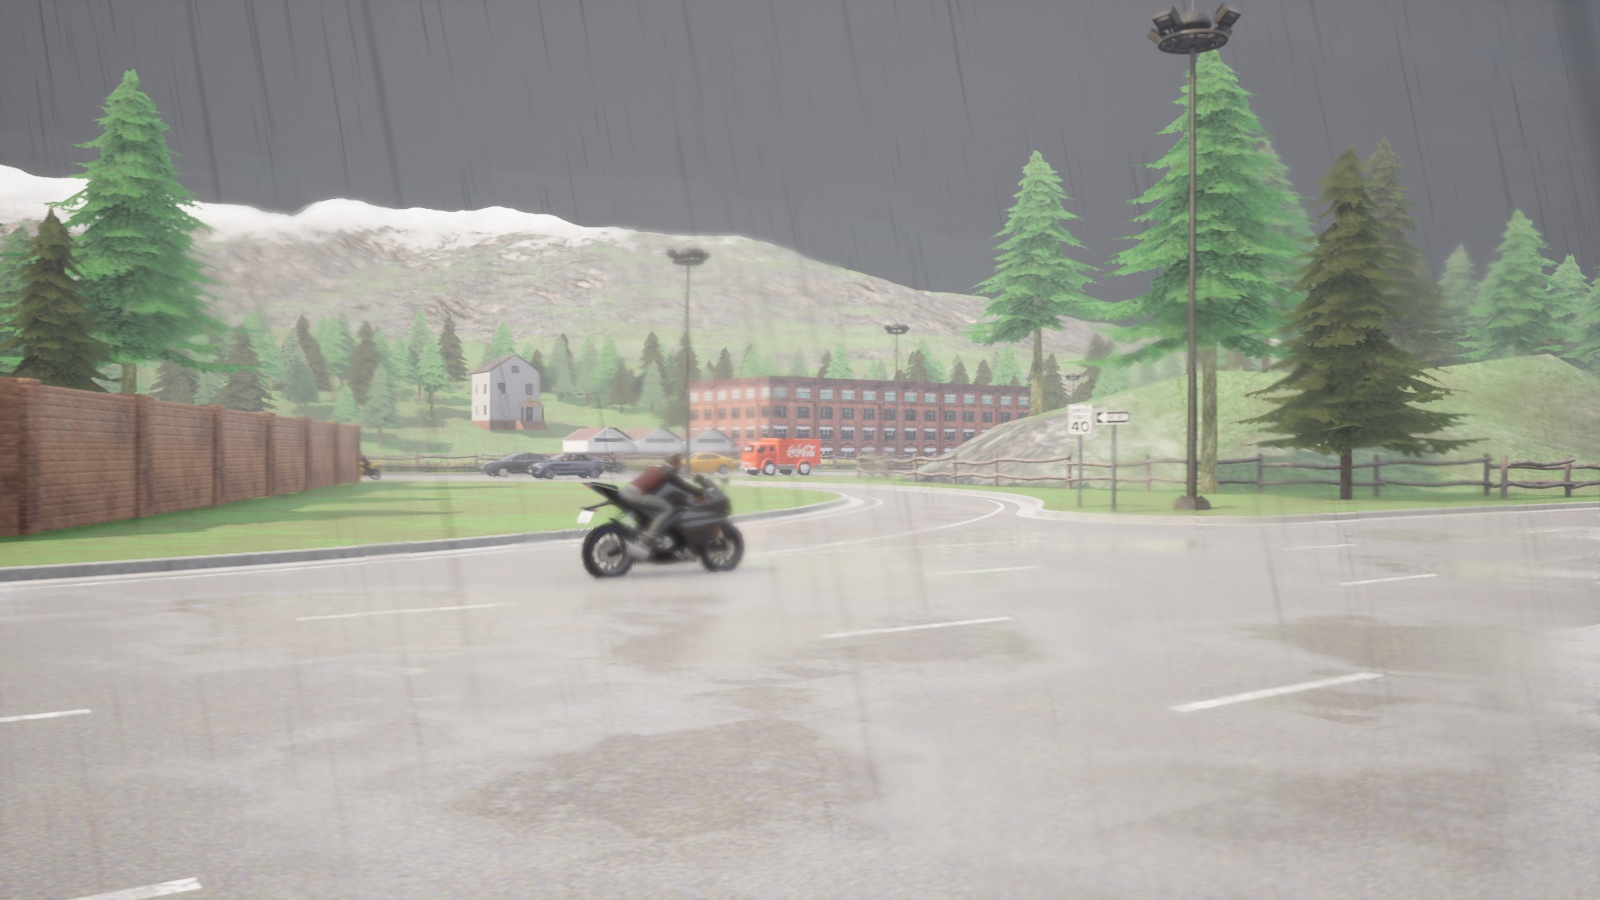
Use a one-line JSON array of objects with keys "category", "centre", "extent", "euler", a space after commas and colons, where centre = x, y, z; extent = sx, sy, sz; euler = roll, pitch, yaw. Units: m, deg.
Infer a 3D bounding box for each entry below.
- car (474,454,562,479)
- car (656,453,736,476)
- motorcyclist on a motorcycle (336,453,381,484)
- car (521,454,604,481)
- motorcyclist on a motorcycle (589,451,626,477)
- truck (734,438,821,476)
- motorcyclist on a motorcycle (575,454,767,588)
[{"category": "car", "centre": [-17.182, 0.974, 76.533], "extent": [4.892, 1.490, 1.837], "euler": [0, 0, -35]}, {"category": "car", "centre": [-6.899, 0.942, 83.651], "extent": [5.008, 1.535, 1.882], "euler": [0, 0, -35]}, {"category": "motorcyclist on a motorcycle", "centre": [-22.582, 0.932, 64.283], "extent": [2.044, 1.523, 0.797], "euler": [0, 0, -35]}, {"category": "car", "centre": [-13.355, 0.960, 70.669], "extent": [4.193, 1.474, 1.816], "euler": [0, 0, -35]}, {"category": "motorcyclist on a motorcycle", "centre": [-12.823, 0.928, 83.807], "extent": [2.350, 1.649, 0.766], "euler": [0, 0, -35]}, {"category": "truck", "centre": [-1.473, 0.465, 83.152], "extent": [5.204, 2.467, 2.627], "euler": [0, 0, -35]}, {"category": "motorcyclist on a motorcycle", "centre": [-1.557, 0.821, 15.368], "extent": [2.191, 1.530, 0.866], "euler": [0, 0, -35]}]
